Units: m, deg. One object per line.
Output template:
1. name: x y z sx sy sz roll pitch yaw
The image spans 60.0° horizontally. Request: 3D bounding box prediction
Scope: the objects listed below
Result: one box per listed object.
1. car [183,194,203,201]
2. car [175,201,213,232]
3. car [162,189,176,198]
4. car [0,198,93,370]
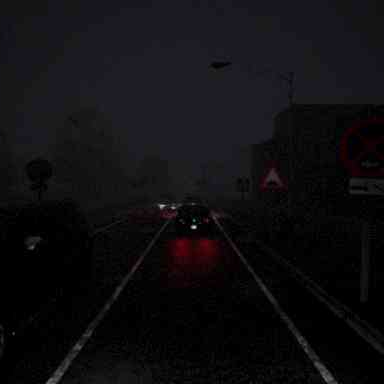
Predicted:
1. car: 0.100 0.929 35.222 2.128 1.511 4.902 0 1 0
2. car: 0.100 1.378 18.411 1.895 1.301 4.718 0 1 0
3. car: -3.249 0.315 46.699 1.882 1.535 5.008 0 1 0
4. car: -3.350 1.174 5.522 2.150 2.045 5.566 0 1 0
